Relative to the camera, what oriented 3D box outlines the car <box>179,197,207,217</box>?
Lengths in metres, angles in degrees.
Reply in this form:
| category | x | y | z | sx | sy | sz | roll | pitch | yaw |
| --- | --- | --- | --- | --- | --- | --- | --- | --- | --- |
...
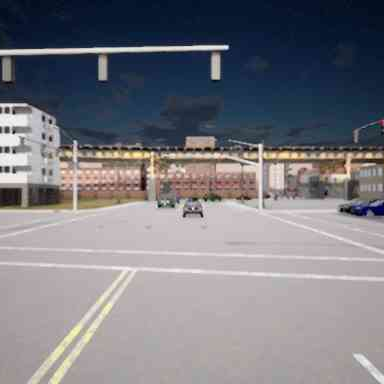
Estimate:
| category | x | y | z | sx | sy | sz | roll | pitch | yaw |
| --- | --- | --- | --- | --- | --- | --- | --- | --- | --- |
| car | 0.091 | 1.526 | 31.590 | 2.033 | 1.411 | 5.357 | 0 | 0 | 0 |

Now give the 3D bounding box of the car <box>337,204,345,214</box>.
| category | x | y | z | sx | sy | sz | roll | pitch | yaw |
| --- | --- | --- | --- | --- | --- | --- | --- | --- | --- |
| car | 16.259 | 1.388 | 31.234 | 4.902 | 1.511 | 2.128 | -1 | 0 | 1 |

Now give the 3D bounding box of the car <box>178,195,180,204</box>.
| category | x | y | z | sx | sy | sz | roll | pitch | yaw |
| --- | --- | --- | --- | --- | --- | --- | --- | --- | --- |
| car | -3.543 | 1.252 | 64.594 | 2.150 | 2.045 | 5.566 | 0 | 0 | 0 |

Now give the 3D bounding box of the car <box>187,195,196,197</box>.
| category | x | y | z | sx | sy | sz | roll | pitch | yaw |
| --- | --- | --- | --- | --- | --- | --- | --- | --- | --- |
| car | -0.314 | 1.558 | 77.680 | 2.128 | 1.511 | 4.902 | 0 | 0 | 27 |

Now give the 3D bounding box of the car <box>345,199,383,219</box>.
| category | x | y | z | sx | sy | sz | roll | pitch | yaw |
| --- | --- | --- | --- | --- | --- | --- | --- | --- | --- |
| car | 15.967 | 1.373 | 27.739 | 5.008 | 1.535 | 1.882 | -1 | 0 | 1 |

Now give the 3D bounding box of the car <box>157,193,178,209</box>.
| category | x | y | z | sx | sy | sz | roll | pitch | yaw |
| --- | --- | --- | --- | --- | --- | --- | --- | --- | --- |
| car | -3.583 | 1.236 | 47.216 | 2.150 | 2.045 | 5.566 | 0 | 1 | 1 |

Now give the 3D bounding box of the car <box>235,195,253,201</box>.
| category | x | y | z | sx | sy | sz | roll | pitch | yaw |
| --- | --- | --- | --- | --- | --- | --- | --- | --- | --- |
| car | 13.411 | 1.561 | 85.628 | 4.674 | 1.442 | 1.812 | 0 | 0 | -24 |

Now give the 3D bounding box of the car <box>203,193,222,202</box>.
| category | x | y | z | sx | sy | sz | roll | pitch | yaw |
| --- | --- | --- | --- | --- | --- | --- | --- | --- | --- |
| car | 4.944 | 1.260 | 79.208 | 2.150 | 2.045 | 5.566 | 0 | 0 | 39 |
